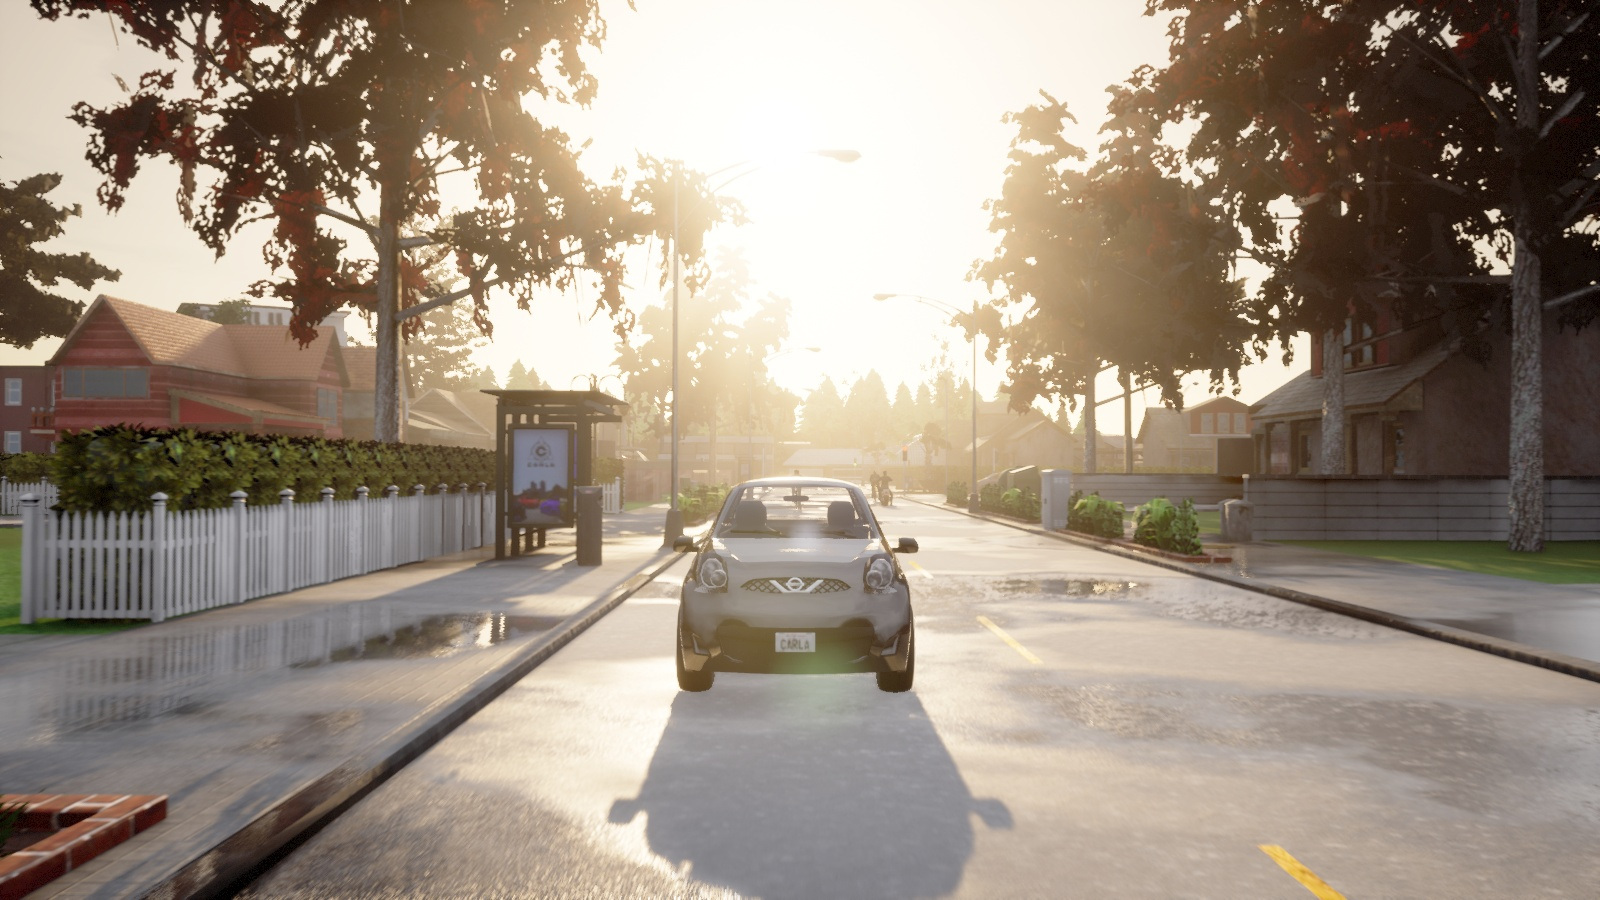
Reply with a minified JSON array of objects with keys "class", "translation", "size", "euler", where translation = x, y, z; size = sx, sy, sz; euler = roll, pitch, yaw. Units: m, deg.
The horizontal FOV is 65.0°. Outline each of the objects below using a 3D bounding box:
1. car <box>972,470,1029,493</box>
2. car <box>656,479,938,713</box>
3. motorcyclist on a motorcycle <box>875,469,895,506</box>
[{"class":"car","translation":[14.009,2.211,88.013],"size":[3.705,1.549,1.789],"euler":[0,-1,0]},{"class":"car","translation":[-0.024,0.997,10.052],"size":[1.845,1.501,3.633],"euler":[0,-1,0]},{"class":"motorcyclist on a motorcycle","translation":[3.861,1.709,57.295],"size":[0.766,1.649,2.350],"euler":[0,-1,0]}]
